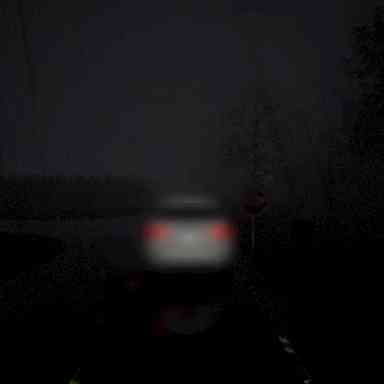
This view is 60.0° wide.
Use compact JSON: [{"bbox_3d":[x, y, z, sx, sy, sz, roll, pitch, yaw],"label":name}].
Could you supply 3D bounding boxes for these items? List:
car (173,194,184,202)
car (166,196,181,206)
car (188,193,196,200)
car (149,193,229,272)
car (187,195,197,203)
[{"bbox_3d":[-2.736,1.229,67.811,1.994,1.385,4.181,0,0,0],"label":"car"},{"bbox_3d":[-2.814,1.319,52.432,2.033,1.411,5.357,0,0,0],"label":"car"},{"bbox_3d":[0.024,1.024,76.703,1.882,1.535,5.008,0,0,0],"label":"car"},{"bbox_3d":[-0.164,1.183,10.873,2.150,2.045,5.566,0,0,-2],"label":"car"},{"bbox_3d":[0.039,1.311,63.629,1.895,1.301,4.718,0,0,0],"label":"car"}]
